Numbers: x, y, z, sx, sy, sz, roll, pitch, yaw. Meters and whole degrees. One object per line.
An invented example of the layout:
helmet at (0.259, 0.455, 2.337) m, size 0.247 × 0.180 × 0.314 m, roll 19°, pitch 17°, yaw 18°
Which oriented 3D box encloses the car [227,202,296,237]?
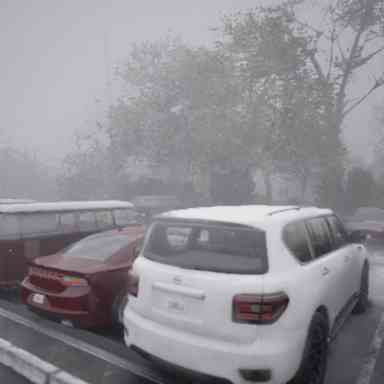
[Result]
car at (4.197, 1.475, 19.293) m, size 1.946 × 1.575 × 5.366 m, roll 0°, pitch 0°, yaw 35°

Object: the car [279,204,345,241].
car at (6.573, 1.475, 17.825) m, size 2.097 × 1.535 × 5.008 m, roll 0°, pitch 0°, yaw 35°

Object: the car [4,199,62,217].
car at (-16.107, 1.572, 33.984) m, size 2.097 × 1.535 × 5.008 m, roll -1°, pitch 0°, yaw 36°

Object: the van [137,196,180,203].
van at (-2.437, 1.263, 24.384) m, size 1.878 × 1.987 × 4.442 m, roll 0°, pitch 0°, yaw 35°

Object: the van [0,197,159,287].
van at (-3.125, 1.251, 8.821) m, size 1.878 × 1.987 × 4.442 m, roll 0°, pitch 0°, yaw 35°

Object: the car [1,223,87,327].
car at (-0.911, 1.473, 7.097) m, size 2.097 × 1.535 × 5.008 m, roll 0°, pitch 0°, yaw 35°

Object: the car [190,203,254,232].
car at (2.034, 1.522, 21.056) m, size 2.002 × 1.452 × 4.674 m, roll 0°, pitch 0°, yaw 35°

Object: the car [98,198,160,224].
car at (-4.787, 1.371, 25.877) m, size 2.185 × 1.767 × 4.553 m, roll 0°, pitch 0°, yaw 35°

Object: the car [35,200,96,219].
car at (-11.569, 1.531, 30.757) m, size 2.097 × 1.535 × 5.008 m, roll -1°, pitch 0°, yaw 36°

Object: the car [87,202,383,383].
car at (1.394, 1.218, 5.500) m, size 2.435 × 2.045 × 5.566 m, roll 0°, pitch 0°, yaw 35°
